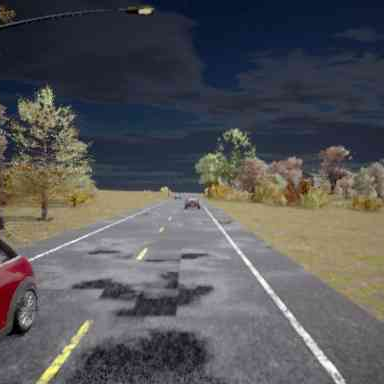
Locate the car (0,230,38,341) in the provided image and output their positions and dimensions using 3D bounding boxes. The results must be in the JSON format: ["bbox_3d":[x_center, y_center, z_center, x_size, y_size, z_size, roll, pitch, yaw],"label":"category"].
[{"bbox_3d":[-3.601,1.339,3.617,2.097,1.767,4.553,0,0,0],"label":"car"}]

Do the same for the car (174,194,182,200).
[{"bbox_3d":[-3.571,1.151,84.021,1.882,1.535,5.008,0,0,0],"label":"car"}]

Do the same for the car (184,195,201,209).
[{"bbox_3d":[0.052,1.355,42.802,1.812,1.442,4.674,0,0,0],"label":"car"}]

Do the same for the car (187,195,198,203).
[{"bbox_3d":[0.047,1.297,63.162,2.033,1.411,5.357,0,0,0],"label":"car"}]
